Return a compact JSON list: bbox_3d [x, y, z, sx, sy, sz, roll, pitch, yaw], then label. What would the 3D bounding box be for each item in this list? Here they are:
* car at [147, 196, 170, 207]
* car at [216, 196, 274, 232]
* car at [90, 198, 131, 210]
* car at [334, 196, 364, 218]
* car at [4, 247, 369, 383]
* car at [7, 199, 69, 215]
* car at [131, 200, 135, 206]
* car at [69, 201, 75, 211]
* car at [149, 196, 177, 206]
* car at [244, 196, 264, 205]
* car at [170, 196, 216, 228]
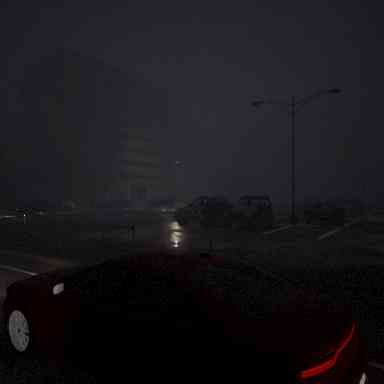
[{"bbox_3d":[-4.704,1.492,50.233,2.128,1.511,4.902,0,0,34],"label":"car"},{"bbox_3d":[3.316,1.156,19.060,1.905,1.878,3.866,0,0,34],"label":"car"},{"bbox_3d":[-10.378,1.601,41.803,1.895,1.301,4.718,0,0,34],"label":"car"},{"bbox_3d":[15.339,1.395,32.016,1.970,1.475,3.806,0,0,34],"label":"car"},{"bbox_3d":[-0.525,1.478,4.363,5.008,1.535,1.882,0,0,35],"label":"car"},{"bbox_3d":[-15.720,1.547,33.841,2.033,1.411,5.357,0,0,34],"label":"car"},{"bbox_3d":[-10.510,1.547,47.885,2.033,1.411,5.357,0,0,33],"label":"car"},{"bbox_3d":[-16.171,1.526,39.429,1.812,1.442,4.674,0,0,34],"label":"car"},{"bbox_3d":[-4.803,1.492,56.322,2.128,1.511,4.902,0,0,34],"label":"car"},{"bbox_3d":[11.504,1.526,61.500,1.812,1.442,4.674,0,0,34],"label":"car"},{"bbox_3d":[0.948,1.153,20.726,1.932,1.855,4.605,0,0,34],"label":"car"}]
